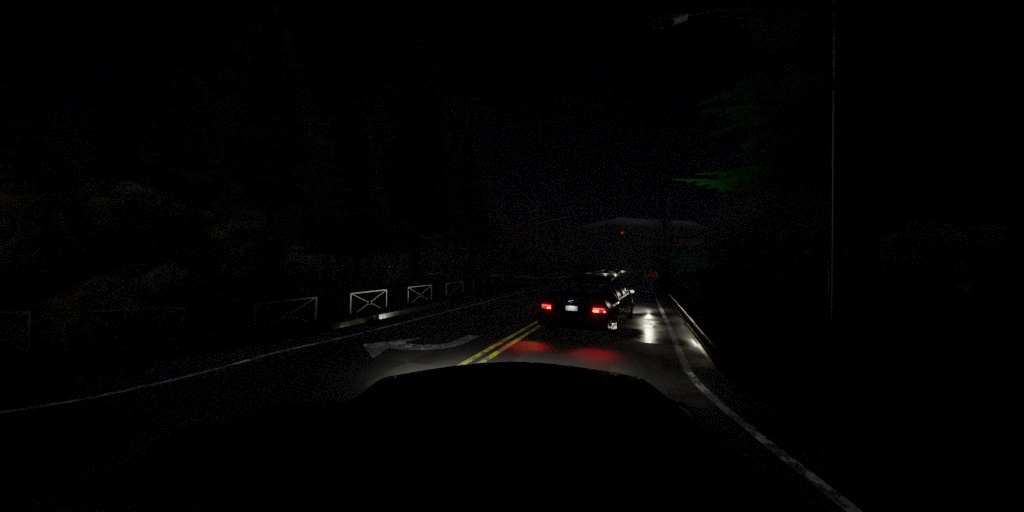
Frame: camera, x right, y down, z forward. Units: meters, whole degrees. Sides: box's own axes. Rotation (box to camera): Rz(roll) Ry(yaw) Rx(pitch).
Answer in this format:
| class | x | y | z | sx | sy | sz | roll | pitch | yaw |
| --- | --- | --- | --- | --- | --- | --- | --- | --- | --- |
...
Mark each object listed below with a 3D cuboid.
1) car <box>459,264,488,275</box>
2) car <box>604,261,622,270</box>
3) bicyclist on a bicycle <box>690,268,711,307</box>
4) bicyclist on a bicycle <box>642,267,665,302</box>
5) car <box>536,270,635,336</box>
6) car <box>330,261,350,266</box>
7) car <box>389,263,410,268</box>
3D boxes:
| class | x | y | z | sx | sy | sz | roll | pitch | yaw |
| --- | --- | --- | --- | --- | --- | --- | --- | --- | --- |
| car | -5.113 | 1.720 | 44.816 | 4.181 | 1.385 | 1.994 | 1 | -1 | 20 |
| car | 16.608 | 1.768 | 59.649 | 2.150 | 2.045 | 5.566 | 1 | -1 | 20 |
| bicyclist on a bicycle | 7.959 | 1.325 | 15.108 | 1.656 | 1.620 | 0.582 | 1 | -1 | -34 |
| bicyclist on a bicycle | 6.522 | 1.313 | 16.499 | 1.656 | 1.620 | 0.582 | 1 | -1 | -31 |
| car | 2.361 | 1.262 | 10.316 | 2.033 | 1.411 | 5.357 | 1 | -1 | 24 |
| car | -24.241 | 1.460 | 52.157 | 5.357 | 1.411 | 2.033 | 1 | -1 | 24 |
| car | -14.492 | 1.599 | 48.269 | 4.181 | 1.385 | 1.994 | 1 | -1 | 21 |
